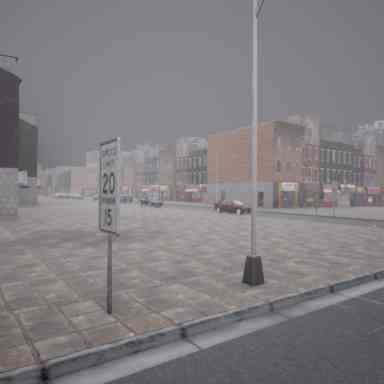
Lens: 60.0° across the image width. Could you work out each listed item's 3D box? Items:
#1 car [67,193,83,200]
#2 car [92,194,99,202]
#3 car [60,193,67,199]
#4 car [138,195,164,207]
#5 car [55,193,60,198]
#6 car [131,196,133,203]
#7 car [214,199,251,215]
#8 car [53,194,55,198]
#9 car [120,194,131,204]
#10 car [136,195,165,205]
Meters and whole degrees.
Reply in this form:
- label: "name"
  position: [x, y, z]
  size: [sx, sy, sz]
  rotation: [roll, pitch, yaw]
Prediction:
- label: "car"
  position: [-24.647, 0.965, 71.279]
  size: [2.008, 1.369, 4.403]
  rotation: [1, 0, -35]
- label: "car"
  position: [-16.142, 1.019, 58.611]
  size: [1.837, 1.490, 4.892]
  rotation: [1, 0, -35]
- label: "car"
  position: [-27.824, 0.924, 75.761]
  size: [1.887, 1.381, 4.507]
  rotation: [1, 0, -35]
- label: "car"
  position: [-5.584, 1.230, 44.388]
  size: [1.947, 1.339, 4.313]
  rotation: [1, 0, -35]
- label: "car"
  position: [-31.002, 0.892, 80.243]
  size: [1.887, 1.381, 4.507]
  rotation: [1, 0, -35]
- label: "car"
  position: [-11.904, 1.073, 57.854]
  size: [1.837, 1.490, 4.892]
  rotation: [1, 0, -35]
- label: "car"
  position: [3.947, 1.367, 30.943]
  size: [1.887, 1.381, 4.507]
  rotation: [1, 0, -35]
- label: "car"
  position: [-34.080, 0.843, 84.586]
  size: [1.752, 1.417, 4.829]
  rotation: [1, 0, -35]
- label: "car"
  position: [-12.089, 1.047, 52.903]
  size: [1.882, 1.535, 5.008]
  rotation: [1, 0, -35]
- label: "car"
  position: [-6.244, 1.195, 49.951]
  size: [2.033, 1.411, 5.357]
  rotation: [1, 0, -35]
